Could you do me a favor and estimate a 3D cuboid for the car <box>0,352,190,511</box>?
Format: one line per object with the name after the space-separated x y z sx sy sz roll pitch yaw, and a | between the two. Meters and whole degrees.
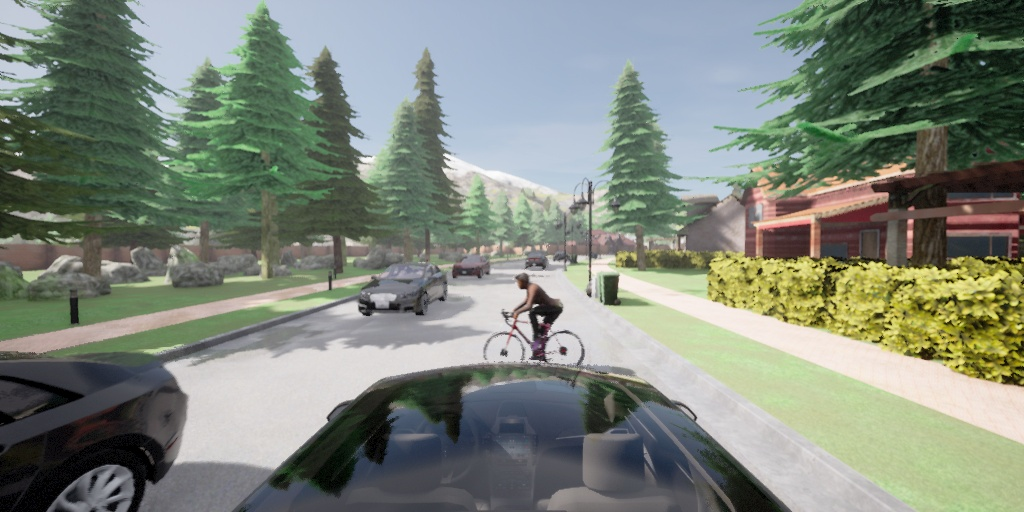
-3.597 1.277 0.897 1.837 1.490 4.892 0 1 1 | car

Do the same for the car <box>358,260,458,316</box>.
-3.430 0.990 12.094 2.128 1.511 4.902 0 2 1 | car

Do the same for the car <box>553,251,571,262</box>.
7.167 0.053 51.189 1.837 1.490 4.892 0 1 20 | car

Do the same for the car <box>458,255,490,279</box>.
-2.720 0.670 24.787 1.882 1.535 5.008 0 2 6 | car

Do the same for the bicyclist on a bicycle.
0.347 1.094 5.798 1.656 1.620 0.582 -1 1 1 | bicyclist on a bicycle

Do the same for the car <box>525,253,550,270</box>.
2.448 0.464 34.349 1.837 1.490 4.892 0 1 11 | car
